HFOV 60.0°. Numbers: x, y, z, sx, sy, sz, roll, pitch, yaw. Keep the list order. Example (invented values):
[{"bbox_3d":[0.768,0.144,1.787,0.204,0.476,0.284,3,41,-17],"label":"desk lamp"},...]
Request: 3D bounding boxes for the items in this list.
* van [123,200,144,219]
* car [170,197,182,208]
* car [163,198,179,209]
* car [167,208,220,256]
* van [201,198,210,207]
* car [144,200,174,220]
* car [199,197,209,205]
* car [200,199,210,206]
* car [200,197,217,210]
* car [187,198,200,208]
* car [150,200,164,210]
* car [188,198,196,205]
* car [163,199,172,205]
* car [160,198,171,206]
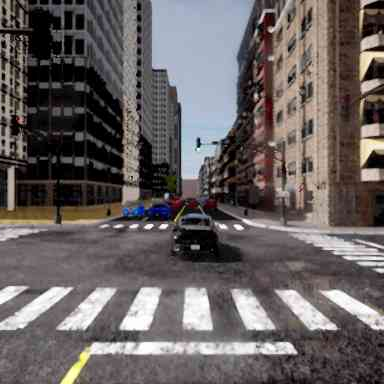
[{"bbox_3d":[-5.693,1.678,32.891,1.690,1.788,3.998,0,-1,0],"label":"van"},{"bbox_3d":[-3.027,1.834,58.862,2.150,2.045,5.566,0,-1,0],"label":"car"},{"bbox_3d":[-3.082,1.920,42.959,1.882,1.535,5.008,0,0,0],"label":"car"},{"bbox_3d":[0.123,1.682,13.942,1.837,1.490,4.892,1,0,0],"label":"car"},{"bbox_3d":[2.684,2.030,66.196,1.690,1.788,3.998,0,-1,0],"label":"van"},{"bbox_3d":[-3.091,1.807,32.171,1.882,1.535,5.008,0,-1,0],"label":"car"},{"bbox_3d":[2.683,2.124,77.297,2.192,1.841,5.009,0,-1,0],"label":"car"},{"bbox_3d":[2.685,2.299,71.744,2.008,1.369,4.403,0,-1,0],"label":"car"},{"bbox_3d":[2.686,1.827,49.545,2.192,1.841,5.009,0,-1,0],"label":"car"},{"bbox_3d":[-0.001,2.212,62.383,1.994,1.385,4.181,0,-1,0],"label":"car"},{"bbox_3d":[-5.695,2.094,54.921,1.752,1.417,4.829,0,-1,0],"label":"car"},{"bbox_3d":[-0.003,2.083,72.391,1.882,1.535,5.008,0,-1,0],"label":"car"},{"bbox_3d":[-5.697,2.332,77.124,1.752,1.417,4.829,0,-1,0],"label":"car"},{"bbox_3d":[-5.696,2.189,71.744,1.967,1.590,4.097,0,-1,0],"label":"car"}]
